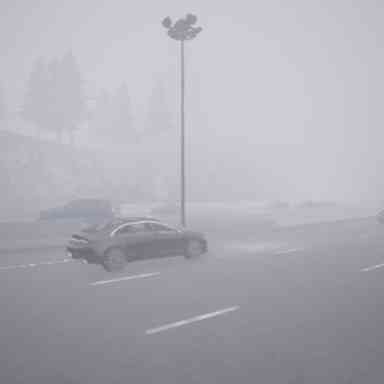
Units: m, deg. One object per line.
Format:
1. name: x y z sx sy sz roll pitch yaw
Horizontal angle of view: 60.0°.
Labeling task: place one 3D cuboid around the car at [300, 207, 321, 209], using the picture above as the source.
1. car: 14.076 1.828 39.512 2.128 1.511 4.902 -1 -1 44

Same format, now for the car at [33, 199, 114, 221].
1. car: -8.351 1.494 23.941 5.566 2.045 2.150 1 -1 -37

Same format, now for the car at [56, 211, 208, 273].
1. car: -1.662 1.612 11.203 4.902 1.511 2.128 0 0 -37

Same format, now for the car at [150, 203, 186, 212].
1. car: -2.714 1.949 37.824 4.181 1.385 1.994 0 -1 -42

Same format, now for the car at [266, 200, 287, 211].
1. car: 12.459 1.918 48.080 2.128 1.511 4.902 -1 -1 42

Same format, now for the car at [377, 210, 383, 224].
1. car: 15.963 1.741 25.707 2.033 1.411 5.357 -1 -1 44
